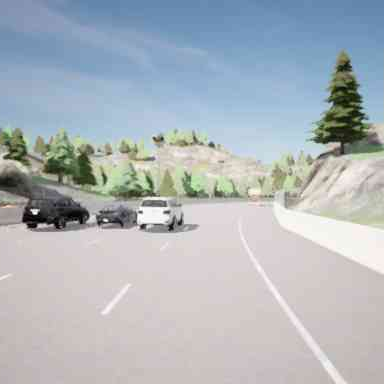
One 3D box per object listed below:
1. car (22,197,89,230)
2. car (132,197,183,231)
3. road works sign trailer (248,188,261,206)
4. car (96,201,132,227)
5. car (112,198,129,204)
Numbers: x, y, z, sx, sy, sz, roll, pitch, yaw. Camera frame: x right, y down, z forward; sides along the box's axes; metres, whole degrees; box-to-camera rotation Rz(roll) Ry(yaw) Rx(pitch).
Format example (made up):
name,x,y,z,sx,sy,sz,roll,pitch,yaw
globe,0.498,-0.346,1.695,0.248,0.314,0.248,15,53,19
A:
name,x,y,z,sx,sy,sz,roll,pitch,yaw
car,-9.000,1.343,22.414,2.150,2.045,5.566,0,0,7
car,-1.978,1.374,22.233,2.150,2.045,5.566,0,0,7
road works sign trailer,12.482,0.996,66.020,2.380,3.560,2.880,0,0,23
car,-5.265,1.640,23.925,2.128,1.511,4.902,0,0,7
car,-16.667,2.014,77.762,1.994,1.385,4.181,0,0,20
